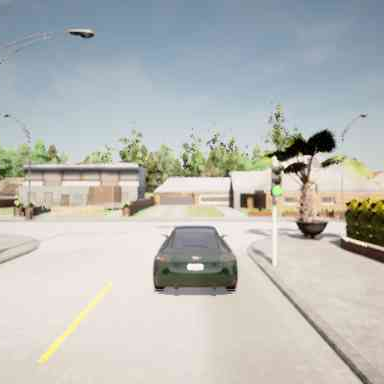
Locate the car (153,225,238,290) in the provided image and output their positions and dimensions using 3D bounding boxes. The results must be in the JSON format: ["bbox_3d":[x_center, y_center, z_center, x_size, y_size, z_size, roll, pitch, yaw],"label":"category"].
[{"bbox_3d":[0.077,1.594,9.173,1.994,1.385,4.181,0,0,0],"label":"car"}]
